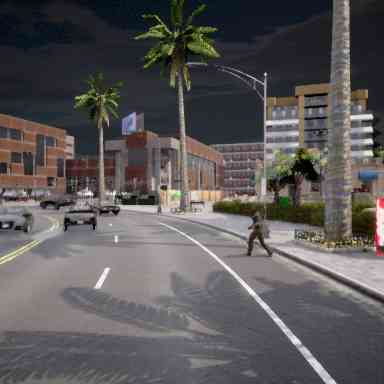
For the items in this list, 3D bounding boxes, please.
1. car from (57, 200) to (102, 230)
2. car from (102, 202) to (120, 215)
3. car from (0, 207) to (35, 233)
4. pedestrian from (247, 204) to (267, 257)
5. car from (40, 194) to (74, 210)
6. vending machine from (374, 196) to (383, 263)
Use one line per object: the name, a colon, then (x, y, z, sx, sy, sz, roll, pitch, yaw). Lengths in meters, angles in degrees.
car: (-7.089, 1.491, 21.162, 2.128, 1.511, 4.902, 0, 0, -18)
car: (-8.759, 1.600, 32.855, 1.895, 1.301, 4.718, 0, 0, -32)
car: (-10.319, 1.563, 19.192, 1.994, 1.385, 4.181, 0, 0, -19)
pedestrian: (2.210, 1.294, 11.333, 0.375, 1.860, 0.375, 0, 0, -9)
car: (-17.568, 1.220, 43.373, 5.566, 2.045, 2.150, 0, 0, 38)
vending machine: (6.625, 1.195, 10.664, 1.100, 2.100, 0.880, 0, 0, -8)
